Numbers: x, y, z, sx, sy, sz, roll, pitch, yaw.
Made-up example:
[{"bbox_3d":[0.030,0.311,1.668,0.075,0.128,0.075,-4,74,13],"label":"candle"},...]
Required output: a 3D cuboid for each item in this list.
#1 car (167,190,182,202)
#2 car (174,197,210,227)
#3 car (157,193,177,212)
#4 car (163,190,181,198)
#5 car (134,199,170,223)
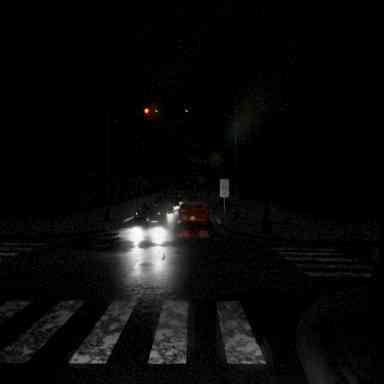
[{"bbox_3d":[-2.817,0.647,54.171,2.097,1.767,4.553,0,1,0],"label":"car"},{"bbox_3d":[0.120,1.334,21.764,1.882,1.535,5.008,0,1,2],"label":"car"},{"bbox_3d":[-2.863,1.177,33.791,1.837,1.490,4.892,0,1,0],"label":"car"},{"bbox_3d":[-2.858,0.718,44.110,2.150,2.045,5.566,0,1,0],"label":"car"},{"bbox_3d":[-2.860,1.430,23.679,1.895,1.301,4.718,0,1,0],"label":"car"}]
